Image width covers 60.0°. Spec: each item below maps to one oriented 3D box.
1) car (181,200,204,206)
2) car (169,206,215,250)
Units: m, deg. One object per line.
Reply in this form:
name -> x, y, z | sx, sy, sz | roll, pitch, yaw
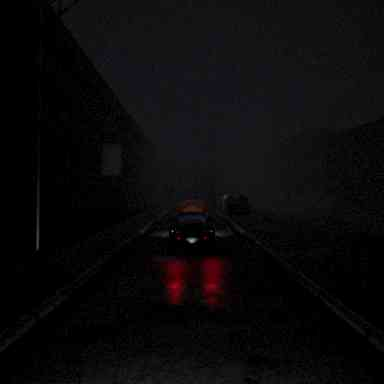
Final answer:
car -> 0.004, 1.444, 29.482 | 1.882, 1.535, 5.008 | 0, 0, 0
car -> 0.003, 1.560, 14.379 | 1.812, 1.442, 4.674 | 0, 0, 0
